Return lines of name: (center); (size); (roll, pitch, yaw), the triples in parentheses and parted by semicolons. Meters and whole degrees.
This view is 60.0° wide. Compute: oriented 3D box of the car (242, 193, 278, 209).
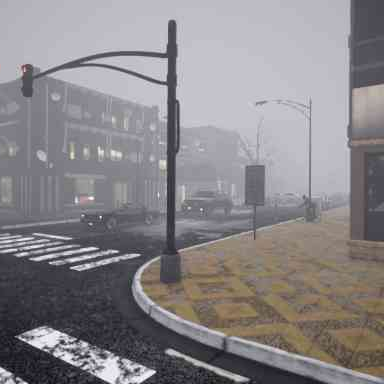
car: (7.081, 1.014, 35.388); (1.895, 1.301, 4.718); (1, 1, 35)

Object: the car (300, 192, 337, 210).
car: (12.650, 0.993, 33.068); (2.008, 1.369, 4.403); (2, 2, 35)

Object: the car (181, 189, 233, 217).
car: (1.370, 0.798, 27.139); (2.150, 2.045, 5.566); (1, 1, 35)

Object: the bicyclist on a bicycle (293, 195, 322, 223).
bicyclist on a bicycle: (6.775, 1.003, 19.598); (1.656, 1.620, 0.582); (0, 1, 35)

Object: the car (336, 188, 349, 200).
car: (24.213, 0.572, 54.552); (2.033, 1.411, 5.357); (1, 1, 36)

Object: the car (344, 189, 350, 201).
car: (25.412, 0.619, 51.686); (1.887, 1.381, 4.507); (2, 2, 35)

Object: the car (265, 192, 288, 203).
car: (12.102, 0.767, 47.242); (1.802, 1.307, 4.206); (2, 2, 35)

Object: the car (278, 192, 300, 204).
car: (12.954, 0.772, 43.800); (1.812, 1.442, 4.674); (1, 1, 34)

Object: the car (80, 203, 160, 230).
car: (-4.072, 1.334, 19.299); (1.895, 1.301, 4.718); (1, 1, 35)

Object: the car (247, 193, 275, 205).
car: (8.863, 0.821, 42.620); (1.887, 1.381, 4.507); (2, 2, 35)
